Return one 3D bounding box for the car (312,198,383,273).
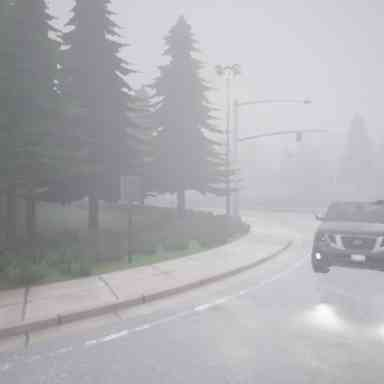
[{"bbox_3d":[5.239,1.227,10.397,2.150,2.045,5.566,1,0,27],"label":"car"}]
